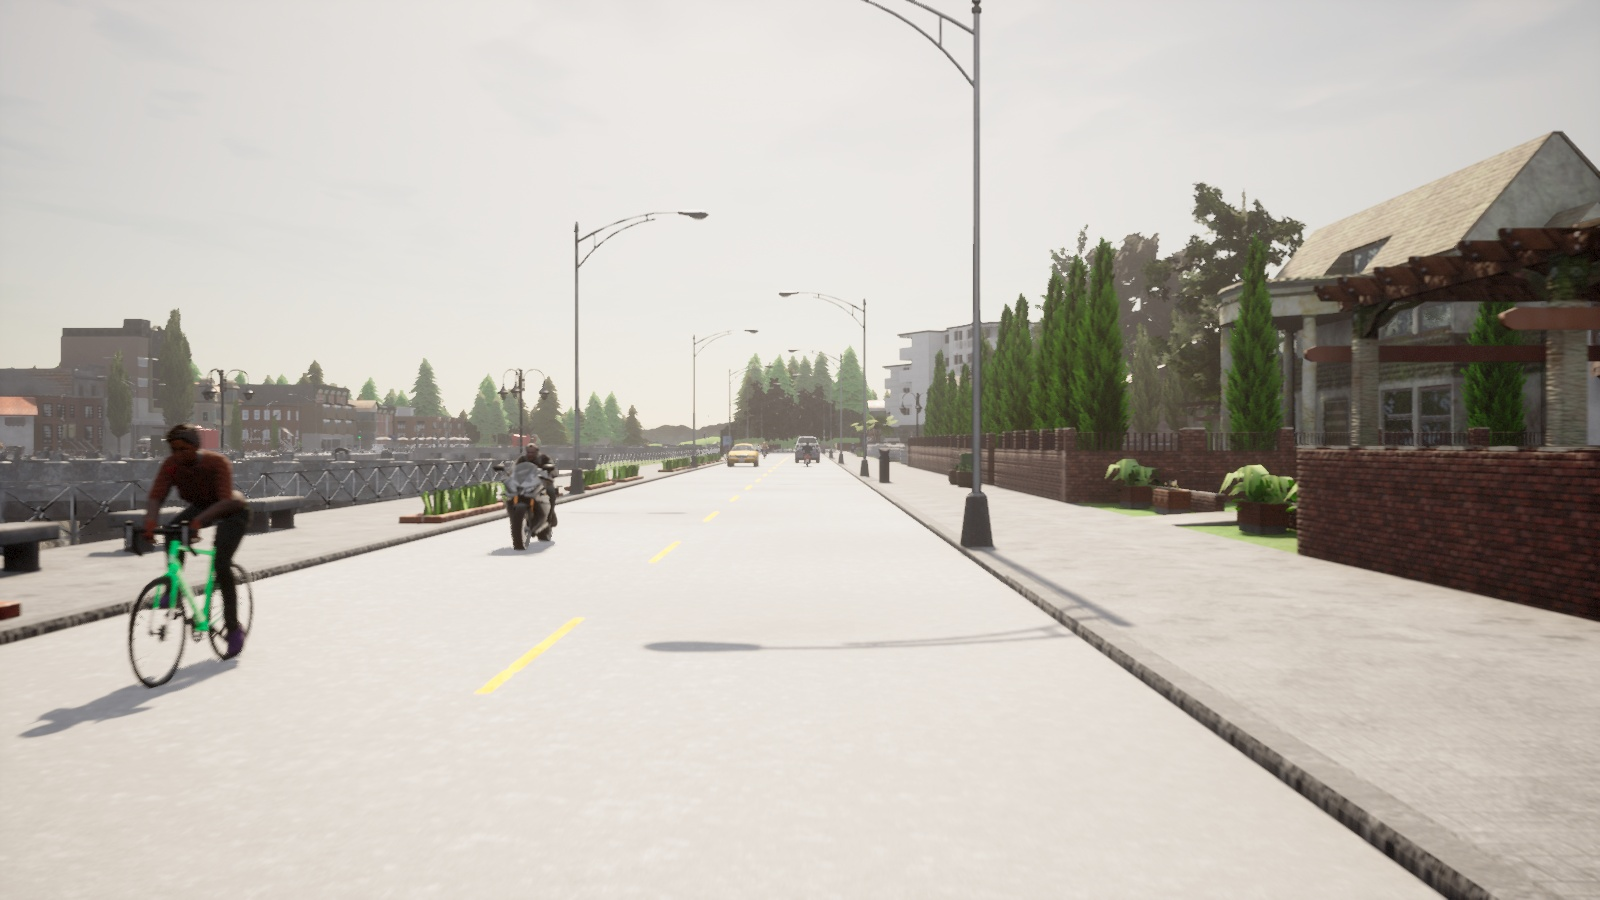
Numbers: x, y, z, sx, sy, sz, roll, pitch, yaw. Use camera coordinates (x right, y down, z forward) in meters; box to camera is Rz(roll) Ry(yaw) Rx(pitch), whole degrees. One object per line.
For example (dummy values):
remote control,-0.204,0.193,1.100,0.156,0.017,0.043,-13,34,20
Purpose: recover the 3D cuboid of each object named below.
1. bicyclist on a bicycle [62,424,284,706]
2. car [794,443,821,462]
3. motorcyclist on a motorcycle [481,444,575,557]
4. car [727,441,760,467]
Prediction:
bicyclist on a bicycle,-3.939,0.651,8.035,0.582,1.620,1.656,0,1,0
car,0.562,0.177,95.051,1.970,1.475,3.806,0,0,0
motorcyclist on a motorcycle,-3.881,0.676,18.116,0.866,1.530,2.191,0,0,0
car,-3.532,0.239,78.684,1.801,1.575,5.366,0,0,0
